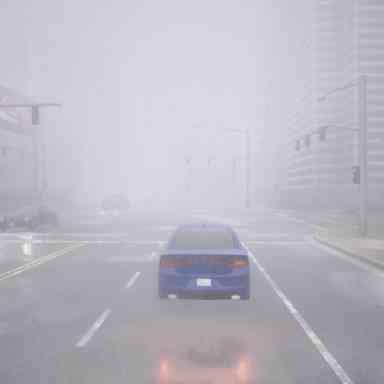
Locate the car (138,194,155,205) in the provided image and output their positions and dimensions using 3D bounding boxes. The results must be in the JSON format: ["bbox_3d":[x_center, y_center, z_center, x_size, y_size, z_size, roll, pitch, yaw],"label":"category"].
[{"bbox_3d":[-8.628,1.561,60.770,1.994,1.385,4.181,0,0,2],"label":"car"}]

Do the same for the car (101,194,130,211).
[{"bbox_3d":[-9.530,1.219,41.901,2.150,2.045,5.566,0,0,6],"label":"car"}]

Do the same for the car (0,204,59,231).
[{"bbox_3d":[-9.966,1.525,20.813,1.812,1.442,4.674,0,0,2],"label":"car"}]

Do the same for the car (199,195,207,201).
[{"bbox_3d":[2.781,1.521,86.238,1.812,1.442,4.674,0,0,2],"label":"car"}]

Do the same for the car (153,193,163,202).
[{"bbox_3d":[-8.053,1.220,76.200,2.150,2.045,5.566,0,0,2],"label":"car"}]

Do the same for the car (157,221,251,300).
[{"bbox_3d":[0.310,1.477,8.462,1.882,1.535,5.008,0,0,2],"label":"car"}]

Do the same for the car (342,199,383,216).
[{"bbox_3d":[17.234,1.503,32.366,4.892,1.490,1.837,0,0,2],"label":"car"}]
